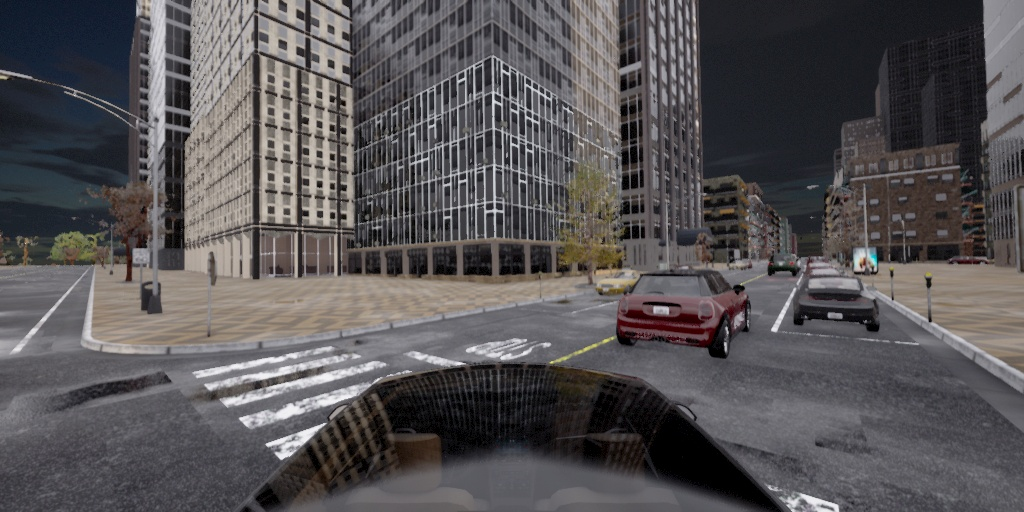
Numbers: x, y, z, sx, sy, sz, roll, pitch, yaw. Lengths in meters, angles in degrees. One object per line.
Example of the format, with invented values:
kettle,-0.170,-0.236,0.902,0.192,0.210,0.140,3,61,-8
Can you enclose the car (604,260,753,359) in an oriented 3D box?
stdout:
car,4.312,1.088,8.709,2.097,1.767,4.553,-2,-1,40

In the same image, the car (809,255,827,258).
car,34.232,0.846,40.158,2.192,1.841,5.009,0,0,40

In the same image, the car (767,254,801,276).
car,26.384,0.846,34.914,2.150,2.045,5.566,-2,-1,40

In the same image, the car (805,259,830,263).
car,23.514,1.128,27.381,1.888,1.381,4.507,0,0,40

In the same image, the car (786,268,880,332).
car,9.223,1.204,10.343,2.007,1.370,4.403,0,0,40

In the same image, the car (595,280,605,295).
car,6.268,1.373,19.857,1.751,1.417,4.829,0,0,40

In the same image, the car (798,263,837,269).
car,16.368,1.200,18.862,1.802,1.307,4.207,0,0,40
